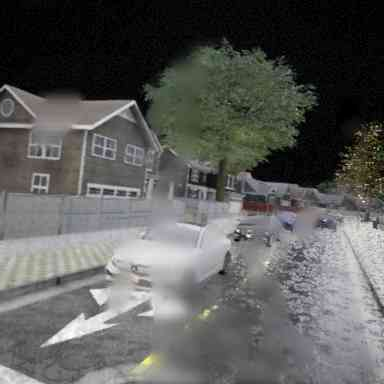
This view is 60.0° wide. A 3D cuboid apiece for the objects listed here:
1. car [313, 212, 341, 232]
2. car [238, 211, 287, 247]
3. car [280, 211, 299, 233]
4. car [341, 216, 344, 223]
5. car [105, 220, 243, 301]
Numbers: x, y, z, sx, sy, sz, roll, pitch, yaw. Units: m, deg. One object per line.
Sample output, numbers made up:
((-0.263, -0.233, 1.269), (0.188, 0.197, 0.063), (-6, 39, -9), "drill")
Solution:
((13.213, 2.806, 32.863), (2.097, 1.767, 4.553), (6, 0, 24), "car")
((3.636, 1.933, 17.850), (1.837, 1.490, 4.892), (6, 0, 23), "car")
((7.637, 2.345, 27.266), (1.882, 1.535, 5.008), (6, 0, 23), "car")
((22.064, 3.929, 51.061), (1.812, 1.442, 4.674), (6, 0, 29), "car")
((-0.272, 1.523, 8.665), (1.812, 1.442, 4.674), (6, 0, 22), "car")
